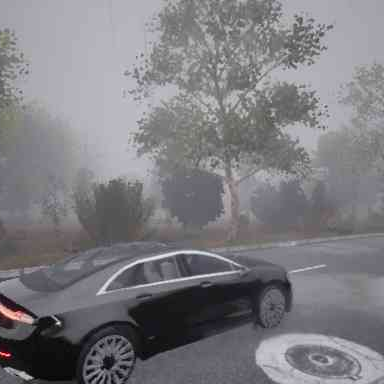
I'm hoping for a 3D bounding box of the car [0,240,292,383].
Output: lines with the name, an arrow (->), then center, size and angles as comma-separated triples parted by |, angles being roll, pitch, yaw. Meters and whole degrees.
car -> -0.383, 1.530, 5.285 | 4.902, 1.511, 2.128 | 0, -1, -38
